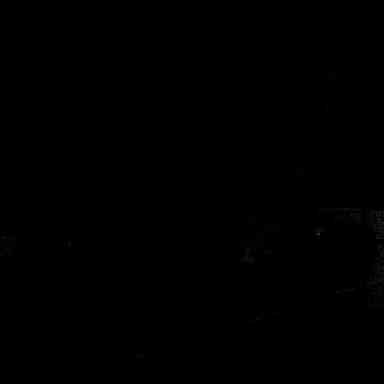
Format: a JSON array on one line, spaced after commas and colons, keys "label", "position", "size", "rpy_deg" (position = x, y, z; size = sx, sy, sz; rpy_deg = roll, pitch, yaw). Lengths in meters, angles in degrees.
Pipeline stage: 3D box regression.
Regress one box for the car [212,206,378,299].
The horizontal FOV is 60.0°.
[{"label": "car", "position": [2.885, 1.329, 8.704], "size": [5.009, 1.841, 2.192], "rpy_deg": [0, 0, -35]}]
